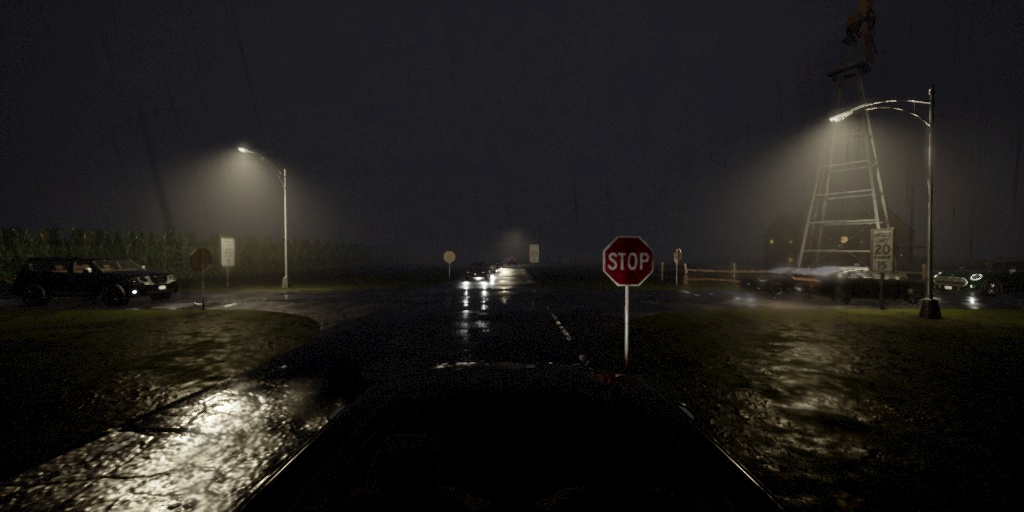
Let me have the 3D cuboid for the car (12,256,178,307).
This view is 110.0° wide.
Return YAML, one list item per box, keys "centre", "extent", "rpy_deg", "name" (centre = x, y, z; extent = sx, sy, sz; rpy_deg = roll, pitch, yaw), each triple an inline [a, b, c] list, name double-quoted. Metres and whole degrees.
- centre: [-18.019, 1.042, 15.653]
  extent: [5.566, 2.045, 2.150]
  rpy_deg: [0, 1, 0]
  name: "car"

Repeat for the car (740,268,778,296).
- centre: [13.977, 1.231, 18.062]
  extent: [4.181, 1.385, 1.994]
  rpy_deg: [0, 1, 3]
  name: "car"

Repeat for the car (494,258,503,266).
- centre: [-2.816, 1.245, 51.753]
  extent: [2.033, 1.411, 5.357]
  rpy_deg: [0, 0, 0]
  name: "car"

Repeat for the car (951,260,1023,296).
- centre: [23.956, 0.985, 17.759]
  extent: [4.553, 1.767, 2.097]
  rpy_deg: [0, 1, 2]
  name: "car"

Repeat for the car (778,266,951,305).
- centre: [14.601, 1.196, 15.135]
  extent: [4.902, 1.511, 2.128]
  rpy_deg: [0, 1, 2]
  name: "car"

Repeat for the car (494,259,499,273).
- centre: [-2.835, 1.314, 41.018]
  extent: [1.895, 1.301, 4.718]
  rpy_deg: [0, 0, 0]
  name: "car"

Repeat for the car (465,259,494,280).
- centre: [-2.887, 1.231, 31.238]
  extent: [1.837, 1.490, 4.892]
  rpy_deg: [0, 0, 2]
  name: "car"
